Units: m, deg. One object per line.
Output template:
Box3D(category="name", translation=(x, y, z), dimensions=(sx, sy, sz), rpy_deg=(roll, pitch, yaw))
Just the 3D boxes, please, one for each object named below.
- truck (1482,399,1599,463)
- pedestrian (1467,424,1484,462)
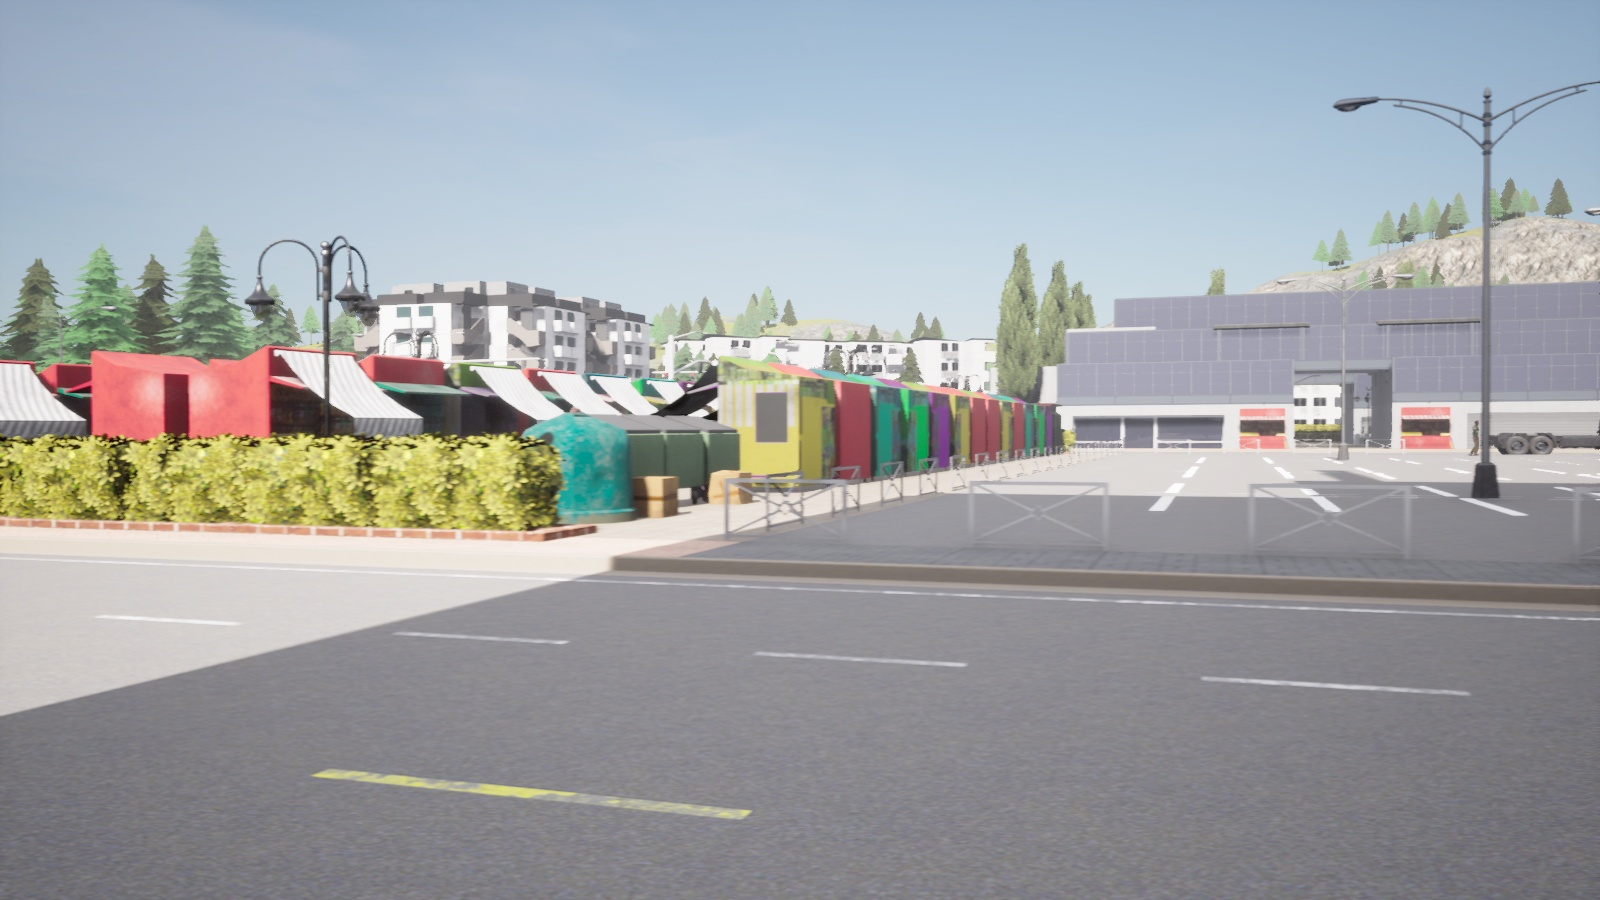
Box3D(category="truck", translation=(42.160, -1.044, 68.945), dimensions=(7.936, 3.462, 2.891), rpy_deg=(1, 1, 20))
Box3D(category="pedestrian", translation=(34.732, -0.364, 64.579), dimensions=(0.692, 1.930, 0.395), rpy_deg=(1, 1, 43))
